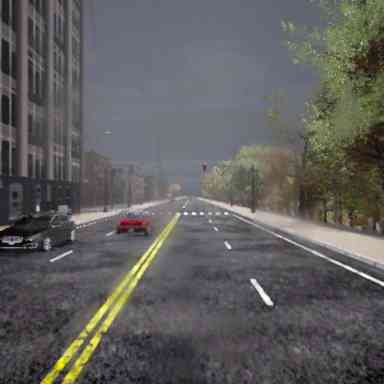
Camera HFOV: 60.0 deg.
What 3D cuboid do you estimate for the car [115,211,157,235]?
[{"bbox_3d":[-3.346,1.845,20.512,1.895,1.301,4.718,0,-1,0],"label":"car"}]

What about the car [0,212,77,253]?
[{"bbox_3d":[-6.598,1.680,14.603,1.837,1.490,4.892,0,-1,0],"label":"car"}]
